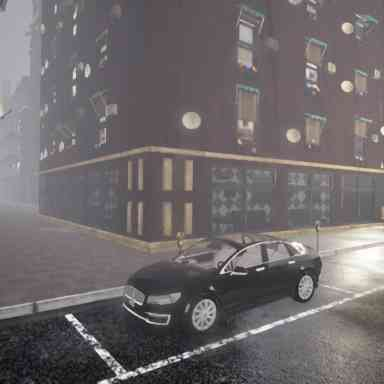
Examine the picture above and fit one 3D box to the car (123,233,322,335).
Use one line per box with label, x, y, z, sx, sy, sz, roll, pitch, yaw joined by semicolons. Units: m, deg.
car;0.810;1.552;6.626;4.403;1.369;2.008;0;1;-35
